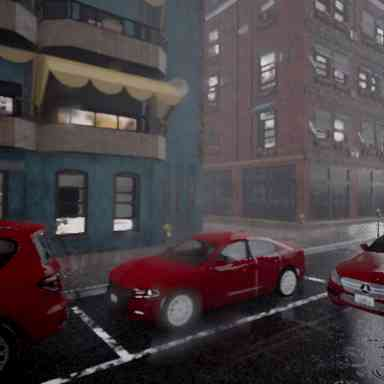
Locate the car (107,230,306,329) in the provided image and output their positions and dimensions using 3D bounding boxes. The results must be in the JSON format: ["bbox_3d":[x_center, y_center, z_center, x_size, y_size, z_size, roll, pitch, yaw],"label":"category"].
[{"bbox_3d":[0.505,1.535,6.940,4.507,1.381,1.887,0,1,-36],"label":"car"}]

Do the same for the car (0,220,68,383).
[{"bbox_3d":[-4.002,1.336,3.664,5.009,1.841,2.192,0,1,-36],"label":"car"}]

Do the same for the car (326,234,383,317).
[{"bbox_3d":[4.692,1.492,6.791,4.674,1.442,1.812,0,0,-36],"label":"car"}]
